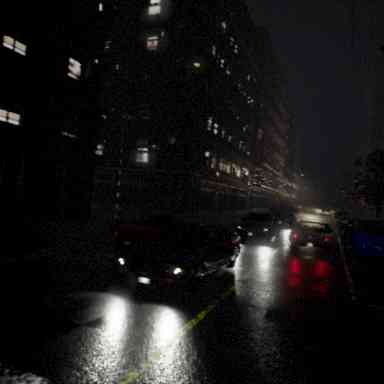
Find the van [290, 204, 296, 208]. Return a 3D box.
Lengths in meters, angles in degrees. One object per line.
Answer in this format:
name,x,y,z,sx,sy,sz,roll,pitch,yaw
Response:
van,13.867,2.580,49.401,1.690,1.788,3.998,5,0,23

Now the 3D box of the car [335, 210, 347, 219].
car,16.695,2.985,35.708,1.947,1.339,4.313,5,0,23

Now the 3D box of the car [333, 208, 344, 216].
car,31.794,4.259,72.260,1.887,1.381,4.507,5,0,23

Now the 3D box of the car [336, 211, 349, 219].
car,14.540,2.779,30.486,1.887,1.381,4.507,5,0,23

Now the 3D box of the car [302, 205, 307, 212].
car,22.467,3.522,70.266,1.887,1.381,4.507,5,0,23

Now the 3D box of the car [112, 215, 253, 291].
car,0.024,1.577,9.520,2.033,1.411,5.357,4,0,23

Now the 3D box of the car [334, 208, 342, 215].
car,23.177,3.415,51.373,1.967,1.590,4.097,5,0,23

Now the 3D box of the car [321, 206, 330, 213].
car,32.370,4.297,80.377,1.994,1.385,4.181,4,0,23

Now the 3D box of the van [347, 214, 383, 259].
van,8.089,2.019,14.821,1.690,1.788,3.998,5,0,23

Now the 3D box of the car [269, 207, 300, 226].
car,7.609,2.246,27.882,1.994,1.385,4.181,4,0,22

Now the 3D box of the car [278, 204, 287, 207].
car,9.537,2.450,38.970,1.802,1.307,4.206,5,0,23

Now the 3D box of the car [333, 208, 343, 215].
car,33.948,4.481,77.481,1.802,1.307,4.206,5,0,23

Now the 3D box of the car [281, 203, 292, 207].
car,11.631,2.573,44.029,1.752,1.417,4.829,5,0,23

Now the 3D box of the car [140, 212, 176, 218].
car,-1.232,1.486,12.889,1.887,1.381,4.507,5,0,23

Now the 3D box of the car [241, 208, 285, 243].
car,3.804,1.880,18.664,1.812,1.442,4.674,4,0,22

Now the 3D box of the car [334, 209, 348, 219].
car,25.324,3.705,56.595,1.887,1.381,4.507,5,0,23

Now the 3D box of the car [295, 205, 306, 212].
car,24.619,3.727,75.483,1.947,1.339,4.313,5,0,23

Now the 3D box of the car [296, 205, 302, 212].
car,18.154,3.189,59.834,1.802,1.307,4.206,5,0,23

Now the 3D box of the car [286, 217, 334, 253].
car,6.135,2.133,16.875,1.895,1.301,4.718,4,0,23

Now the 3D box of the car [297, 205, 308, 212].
car,26.775,3.897,80.699,2.008,1.369,4.403,5,0,23

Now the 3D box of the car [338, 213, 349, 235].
car,12.382,2.614,25.265,1.947,1.339,4.313,5,0,23
